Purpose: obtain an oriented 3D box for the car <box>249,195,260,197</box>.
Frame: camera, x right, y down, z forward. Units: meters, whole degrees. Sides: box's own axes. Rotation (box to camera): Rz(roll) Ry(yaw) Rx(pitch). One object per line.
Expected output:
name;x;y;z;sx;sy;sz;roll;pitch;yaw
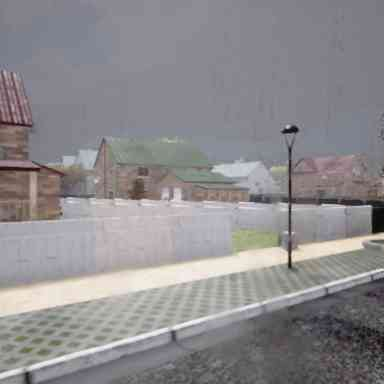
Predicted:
car;8.915;1.195;48.007;2.128;1.511;4.902;0;1;-34
